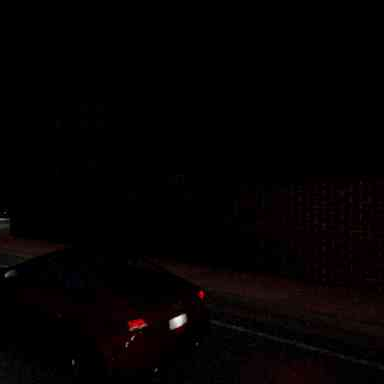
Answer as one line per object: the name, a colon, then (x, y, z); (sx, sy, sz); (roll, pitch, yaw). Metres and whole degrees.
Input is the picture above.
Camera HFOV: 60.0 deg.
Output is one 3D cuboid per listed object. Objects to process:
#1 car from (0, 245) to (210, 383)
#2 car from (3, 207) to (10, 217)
car: (-1.796, 1.564, 5.272); (4.181, 1.385, 1.994); (0, 0, 36)
car: (-14.227, 1.470, 29.698); (1.812, 1.442, 4.674); (0, 0, 35)
